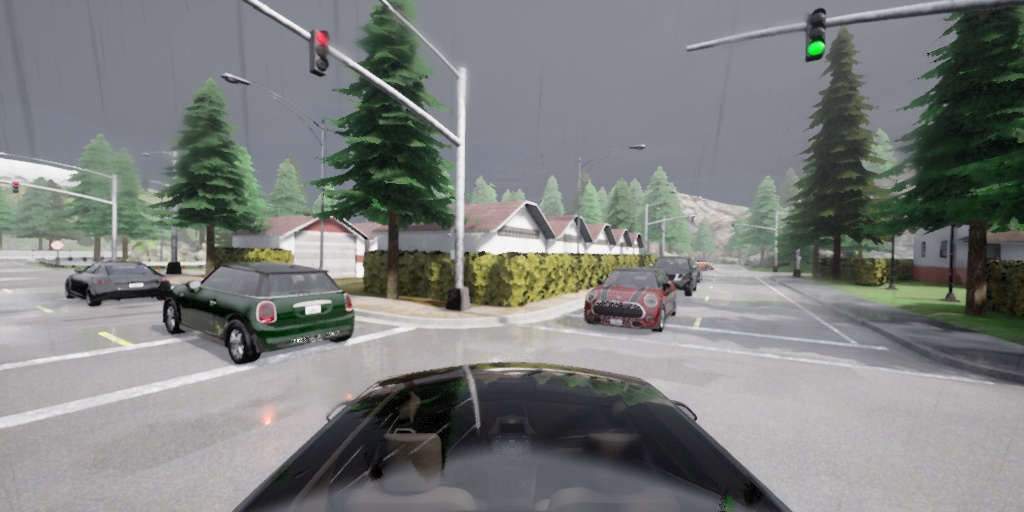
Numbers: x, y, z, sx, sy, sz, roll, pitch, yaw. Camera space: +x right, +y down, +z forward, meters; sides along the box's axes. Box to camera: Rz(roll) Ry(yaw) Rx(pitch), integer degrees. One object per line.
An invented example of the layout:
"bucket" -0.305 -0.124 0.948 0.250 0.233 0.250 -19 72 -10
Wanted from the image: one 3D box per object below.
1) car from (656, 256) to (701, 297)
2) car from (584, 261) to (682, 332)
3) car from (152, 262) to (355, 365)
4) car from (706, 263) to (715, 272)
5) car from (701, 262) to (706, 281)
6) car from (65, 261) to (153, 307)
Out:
"car" 9.117 1.028 20.220 2.150 2.045 5.566 1 1 31
"car" 3.907 1.160 11.406 2.097 1.767 4.553 1 1 31
"car" -5.615 0.907 7.906 4.553 1.767 2.097 4 2 30
"car" 23.976 1.130 47.005 4.553 1.767 2.097 1 0 11
"car" 14.316 1.309 29.031 1.837 1.490 4.892 1 1 31
"car" -14.249 0.878 12.965 4.181 1.385 1.994 2 1 30
